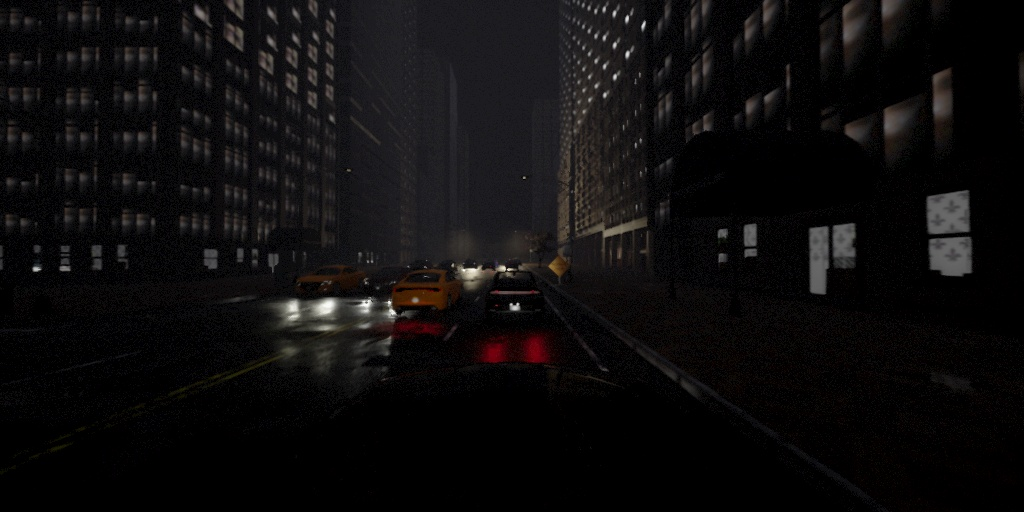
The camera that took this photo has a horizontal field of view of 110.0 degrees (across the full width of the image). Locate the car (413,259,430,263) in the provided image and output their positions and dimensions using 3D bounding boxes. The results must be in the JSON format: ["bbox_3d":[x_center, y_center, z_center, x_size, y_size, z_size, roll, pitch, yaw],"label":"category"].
[{"bbox_3d":[-9.843,1.152,38.958,2.097,1.767,4.553,0,0,0],"label":"car"}]

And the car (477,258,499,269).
[{"bbox_3d":[-3.256,1.283,50.804,2.128,1.511,4.902,0,0,0],"label":"car"}]

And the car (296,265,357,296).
[{"bbox_3d":[-9.854,1.266,19.900,1.882,1.535,5.008,0,0,0],"label":"car"}]

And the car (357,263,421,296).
[{"bbox_3d":[-6.603,1.306,19.964,1.812,1.442,4.674,0,0,0],"label":"car"}]

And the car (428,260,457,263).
[{"bbox_3d":[-6.603,1.337,35.892,2.033,1.411,5.357,0,0,0],"label":"car"}]

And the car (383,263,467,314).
[{"bbox_3d":[-3.167,1.266,14.222,1.882,1.535,5.008,-1,1,0],"label":"car"}]

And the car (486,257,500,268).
[{"bbox_3d":[-3.257,1.150,61.197,2.097,1.767,4.553,0,0,0],"label":"car"}]

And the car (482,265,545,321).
[{"bbox_3d":[0.088,1.257,12.659,2.128,1.511,4.902,0,0,0],"label":"car"}]

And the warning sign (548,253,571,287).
[{"bbox_3d":[2.847,0.872,21.402,1.300,1.860,1.060,0,0,0],"label":"warning sign"}]

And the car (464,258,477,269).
[{"bbox_3d":[-6.506,1.167,56.664,2.097,1.767,4.553,0,0,0],"label":"car"}]

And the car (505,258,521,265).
[{"bbox_3d":[-0.005,1.260,50.803,1.882,1.535,5.008,0,0,0],"label":"car"}]
